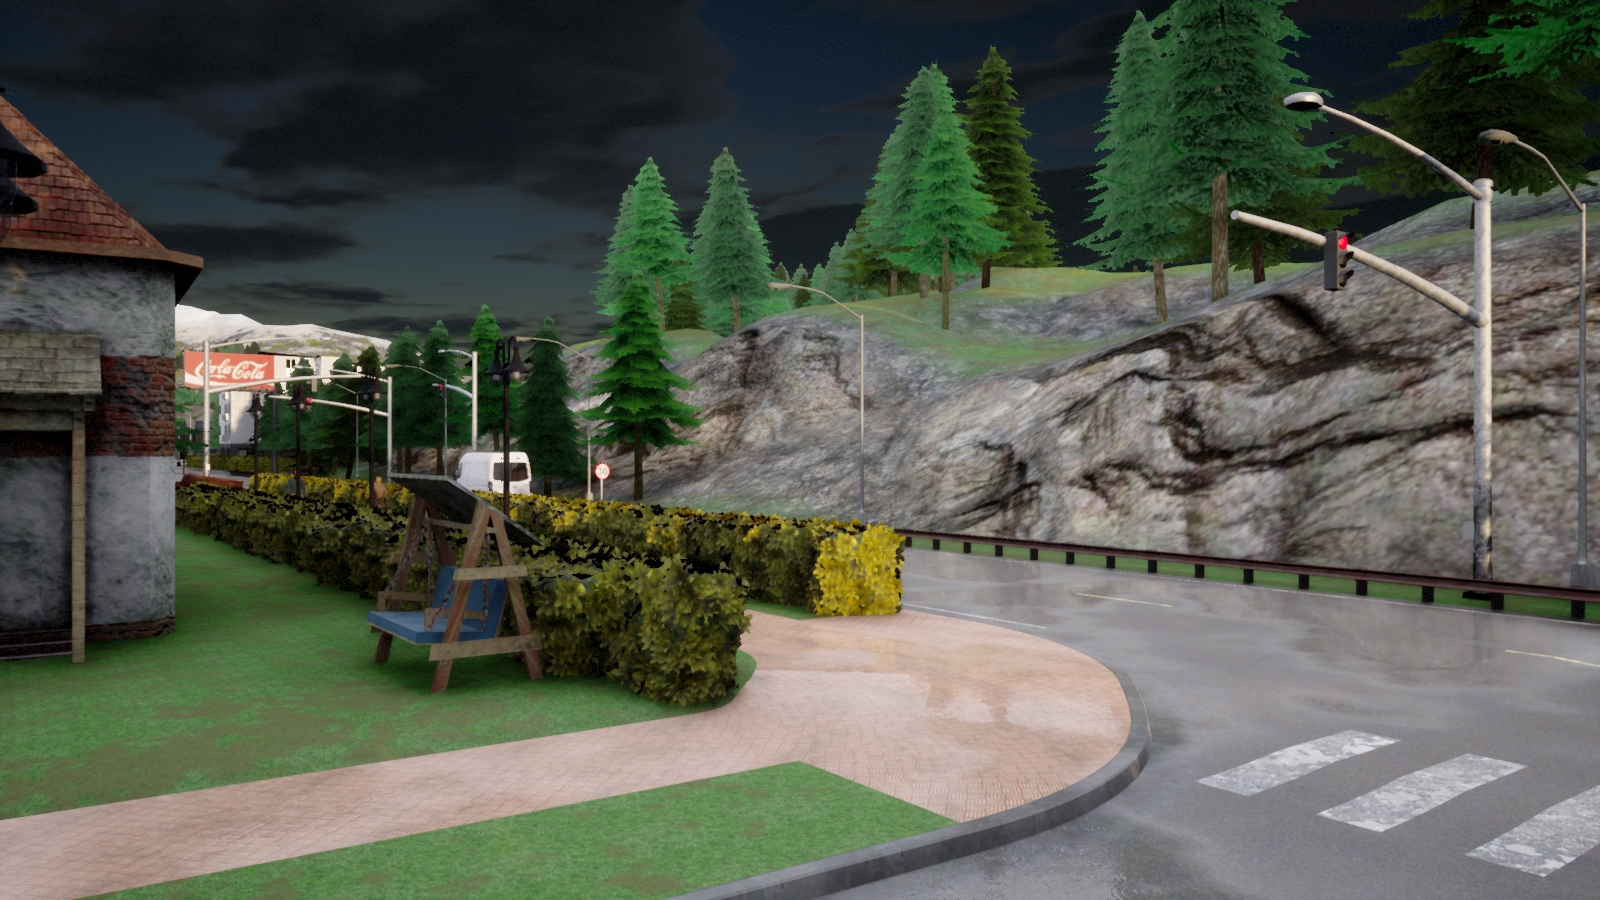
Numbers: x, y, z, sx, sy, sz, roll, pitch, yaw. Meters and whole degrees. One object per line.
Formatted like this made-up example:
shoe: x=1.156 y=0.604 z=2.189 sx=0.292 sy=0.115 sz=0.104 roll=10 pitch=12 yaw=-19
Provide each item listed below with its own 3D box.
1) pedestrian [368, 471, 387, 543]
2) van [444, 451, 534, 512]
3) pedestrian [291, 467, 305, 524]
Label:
pedestrian: x=-11.178 y=1.500 z=30.232 sx=0.375 sy=1.860 sz=0.375 roll=0 pitch=0 yaw=-36
van: x=-13.977 y=1.337 z=51.039 sx=1.988 sy=2.561 sz=5.915 roll=0 pitch=0 yaw=-35
pedestrian: x=-16.636 y=1.501 z=37.861 sx=0.375 sy=1.860 sz=0.375 roll=0 pitch=0 yaw=-37
